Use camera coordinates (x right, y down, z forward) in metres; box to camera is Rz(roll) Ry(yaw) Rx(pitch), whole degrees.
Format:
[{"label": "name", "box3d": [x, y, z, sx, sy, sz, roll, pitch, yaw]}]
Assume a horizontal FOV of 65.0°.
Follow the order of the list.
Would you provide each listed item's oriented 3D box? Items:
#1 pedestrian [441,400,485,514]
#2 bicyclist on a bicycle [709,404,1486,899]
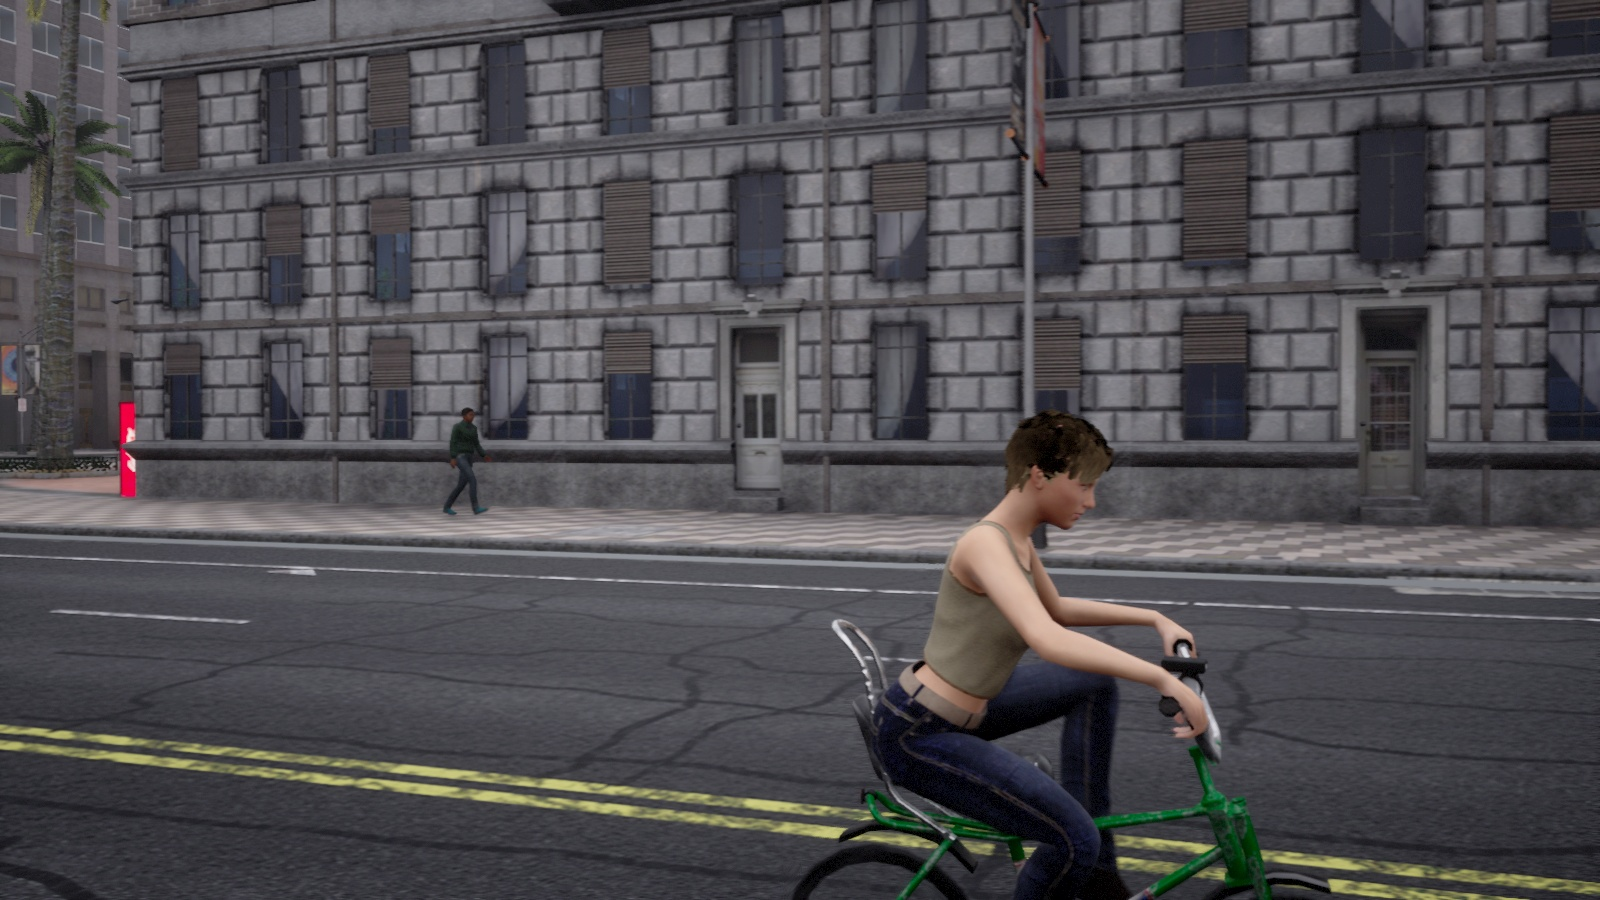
[{"label": "pedestrian", "box3d": [-5.527, 0.113, 20.580, 0.614, 1.847, 0.353, 1, 1, 23]}, {"label": "bicyclist on a bicycle", "box3d": [0.656, 0.718, 2.959, 1.509, 1.612, 0.866, 2, 1, 18]}]
